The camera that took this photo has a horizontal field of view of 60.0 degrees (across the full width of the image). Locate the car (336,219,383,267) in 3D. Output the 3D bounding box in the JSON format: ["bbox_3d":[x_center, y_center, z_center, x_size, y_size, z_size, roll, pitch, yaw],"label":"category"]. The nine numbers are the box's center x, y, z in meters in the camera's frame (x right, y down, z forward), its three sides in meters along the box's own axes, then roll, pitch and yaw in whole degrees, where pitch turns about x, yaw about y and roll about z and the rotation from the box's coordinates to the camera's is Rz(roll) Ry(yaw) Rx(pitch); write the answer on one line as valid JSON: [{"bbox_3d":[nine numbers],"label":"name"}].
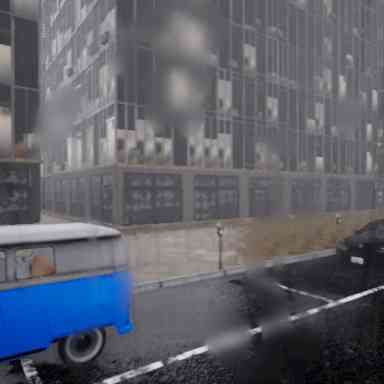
[{"bbox_3d":[6.447,1.550,10.650,4.313,1.339,1.947,0,0,-35],"label":"car"}]

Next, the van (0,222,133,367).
[{"bbox_3d":[-2.739,1.340,4.147,3.998,1.788,1.690,0,0,-36],"label":"van"}]
